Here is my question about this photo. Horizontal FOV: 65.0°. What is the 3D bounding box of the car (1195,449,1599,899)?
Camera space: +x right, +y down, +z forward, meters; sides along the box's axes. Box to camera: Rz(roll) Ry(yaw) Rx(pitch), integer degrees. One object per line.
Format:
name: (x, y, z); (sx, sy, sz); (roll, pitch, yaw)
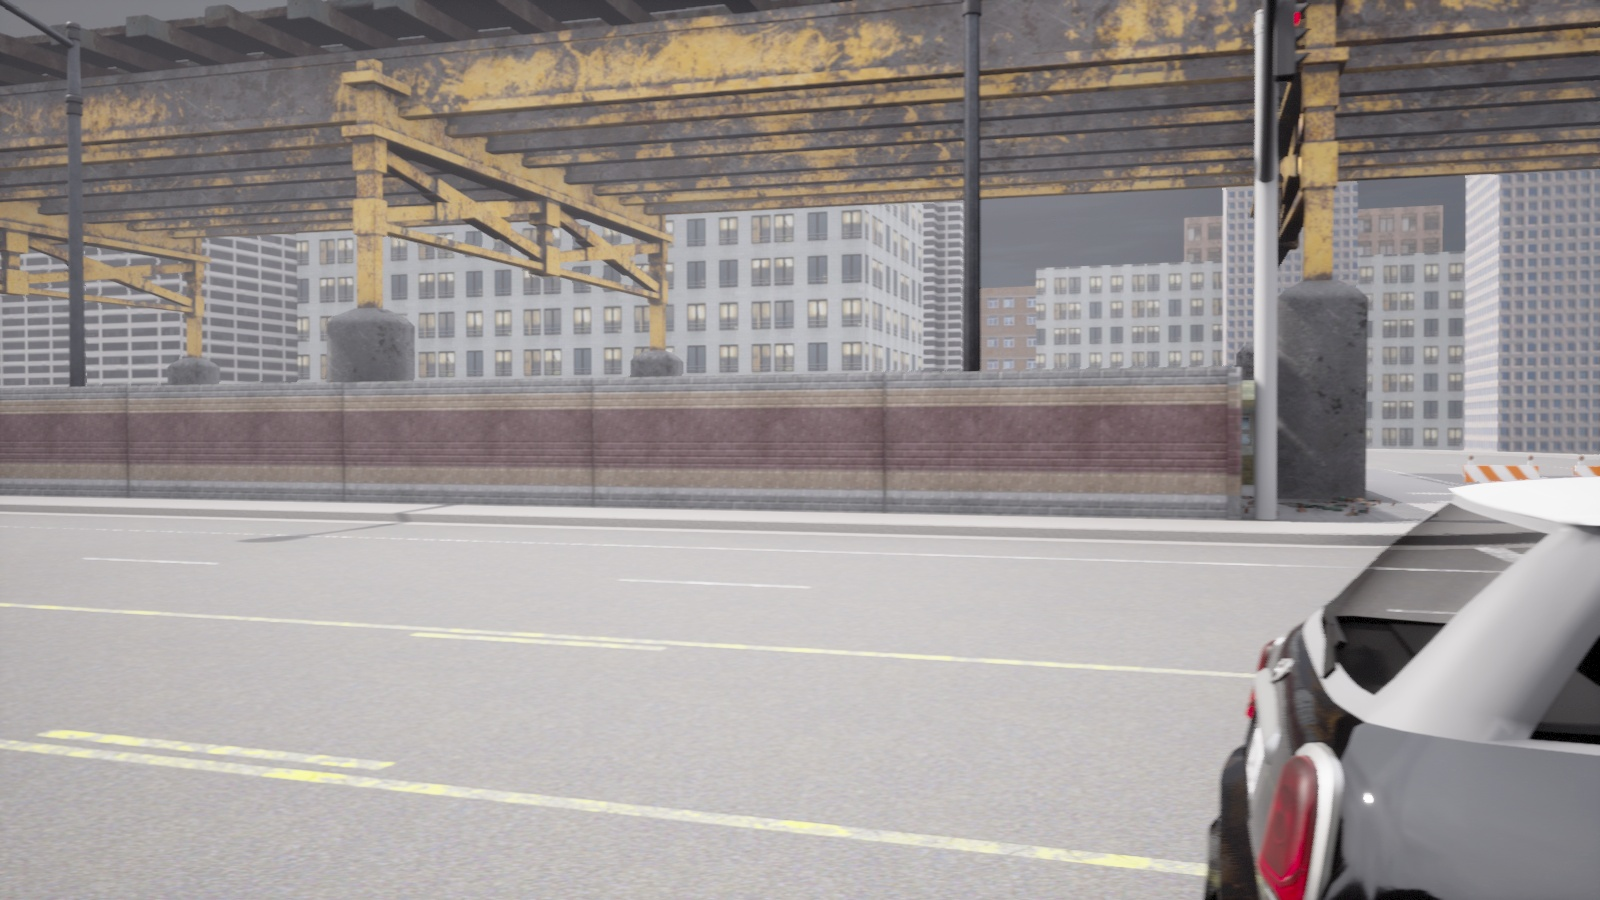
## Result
car: (2.729, 0.768, 2.275); (3.806, 1.475, 1.970); (1, 1, 19)
